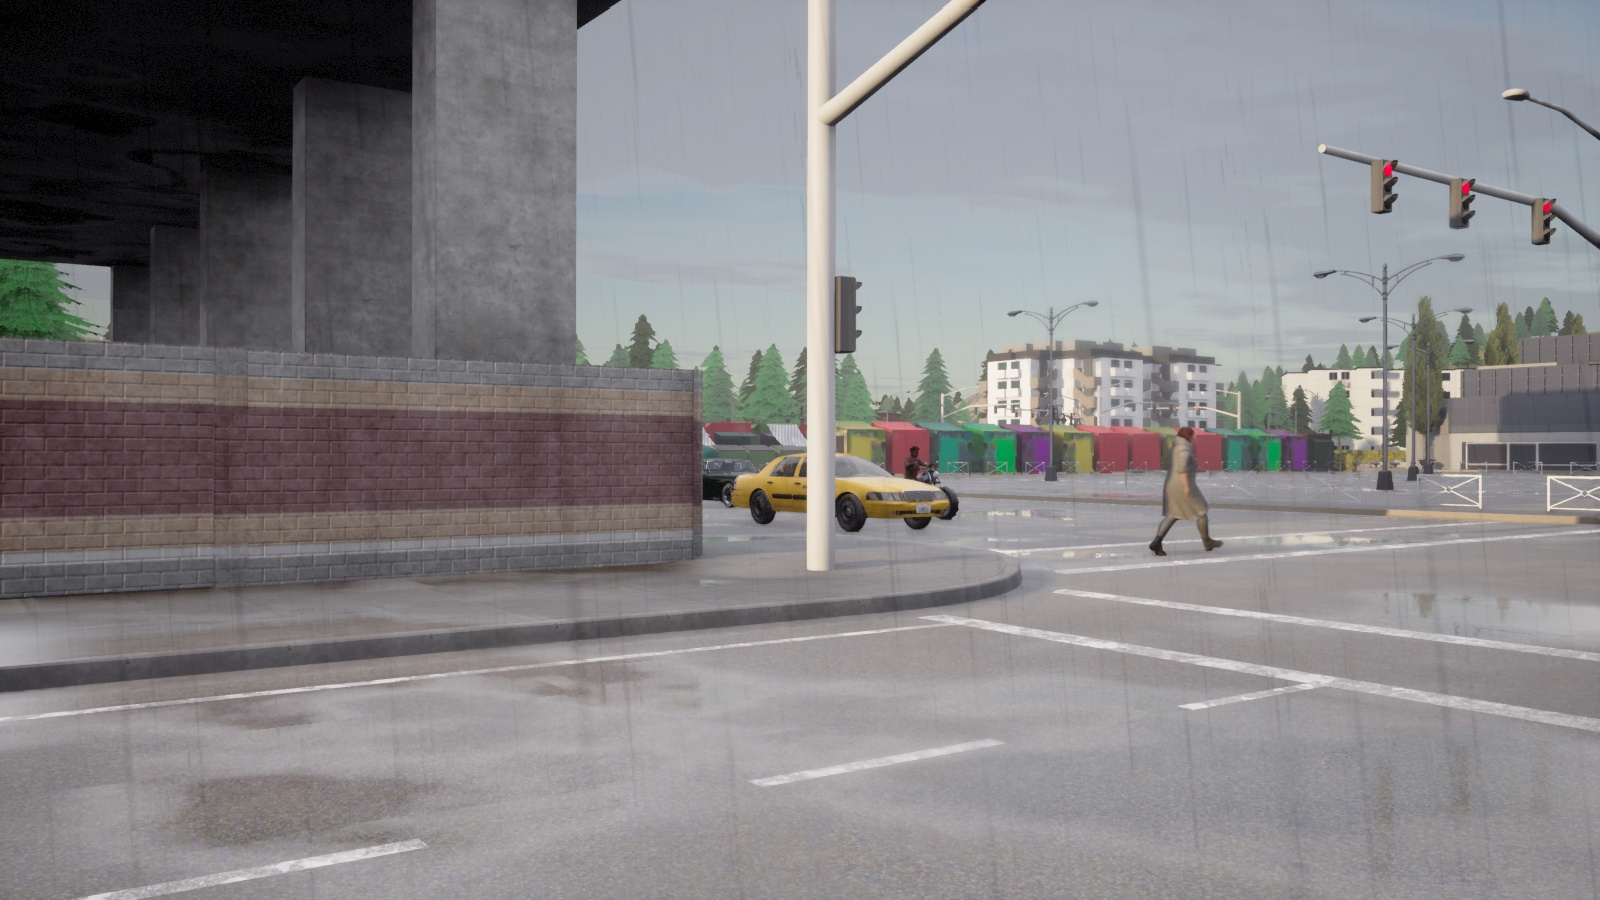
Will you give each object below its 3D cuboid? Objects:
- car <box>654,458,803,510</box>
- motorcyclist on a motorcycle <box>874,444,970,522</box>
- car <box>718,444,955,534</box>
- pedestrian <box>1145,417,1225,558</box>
[{"bbox_3d":[-2.041,0.879,34.541,1.895,1.301,4.718,0,0,-35],"label":"car"},{"bbox_3d":[2.673,0.702,27.821,0.766,1.649,2.350,0,0,-35],"label":"motorcyclist on a motorcycle"},{"bbox_3d":[0.561,0.688,24.736,1.801,1.575,5.366,0,0,-35],"label":"car"},{"bbox_3d":[5.433,0.515,17.742,0.873,1.952,0.659,0,0,-11],"label":"pedestrian"}]
